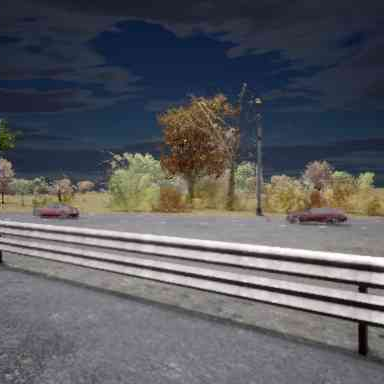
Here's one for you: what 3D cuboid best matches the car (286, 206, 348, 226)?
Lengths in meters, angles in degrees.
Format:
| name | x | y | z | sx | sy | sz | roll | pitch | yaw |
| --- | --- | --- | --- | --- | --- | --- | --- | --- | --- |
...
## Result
| name | x | y | z | sx | sy | sz | roll | pitch | yaw |
| --- | --- | --- | --- | --- | --- | --- | --- | --- | --- |
| car | 9.978 | 1.893 | 26.781 | 4.674 | 1.442 | 1.812 | 0 | 0 | 12 |

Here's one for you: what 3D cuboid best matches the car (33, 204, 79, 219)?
| name | x | y | z | sx | sy | sz | roll | pitch | yaw |
| --- | --- | --- | --- | --- | --- | --- | --- | --- | --- |
| car | -13.015 | 1.829 | 31.878 | 4.181 | 1.385 | 1.994 | 0 | 0 | 13 |
